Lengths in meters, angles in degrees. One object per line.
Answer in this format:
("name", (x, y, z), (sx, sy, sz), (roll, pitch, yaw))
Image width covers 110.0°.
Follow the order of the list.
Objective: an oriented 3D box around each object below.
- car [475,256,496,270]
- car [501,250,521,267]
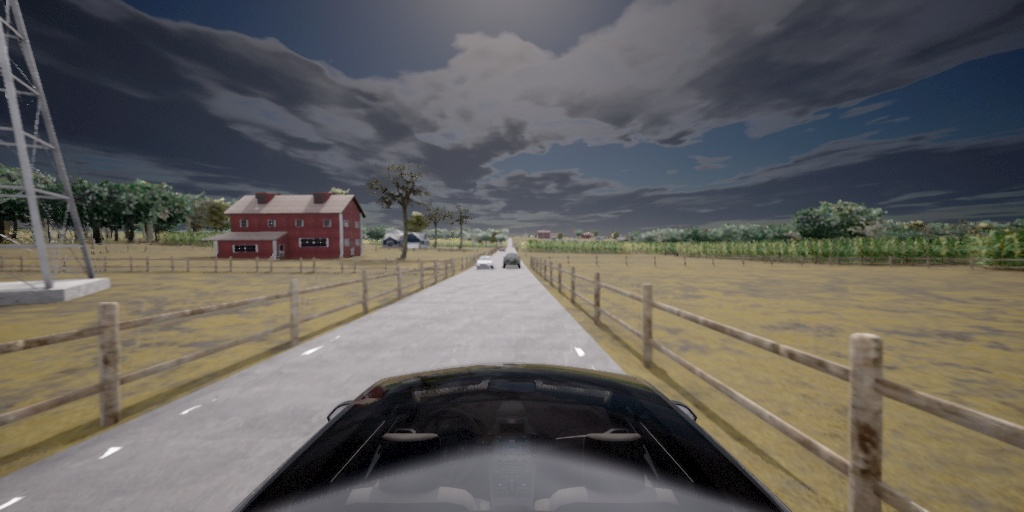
("car", (-2.955, 0.722, 40.158), (1.812, 1.442, 4.674), (0, 1, 0))
("car", (-0.037, 0.441, 44.310), (2.097, 1.767, 4.553), (0, 1, 0))
